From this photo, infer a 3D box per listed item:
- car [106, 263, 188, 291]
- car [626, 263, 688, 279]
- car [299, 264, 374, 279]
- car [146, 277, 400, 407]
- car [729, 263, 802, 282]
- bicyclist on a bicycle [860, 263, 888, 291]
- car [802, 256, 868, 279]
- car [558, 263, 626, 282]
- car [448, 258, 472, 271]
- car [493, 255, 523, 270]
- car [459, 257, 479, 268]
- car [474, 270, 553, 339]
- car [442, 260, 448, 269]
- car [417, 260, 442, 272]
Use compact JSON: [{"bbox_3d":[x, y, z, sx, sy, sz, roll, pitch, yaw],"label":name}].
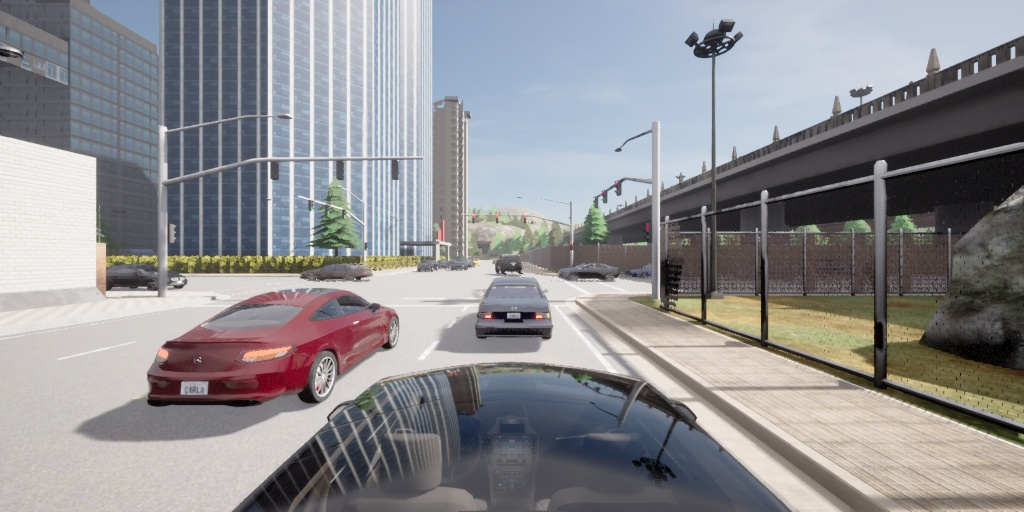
[{"bbox_3d":[-22.584,1.331,21.840,4.674,1.442,1.812,0,0,0],"label":"car"},{"bbox_3d":[13.159,1.353,32.669,5.357,1.411,2.033,0,0,0],"label":"car"},{"bbox_3d":[-14.128,1.339,29.057,5.357,1.411,2.033,0,0,0],"label":"car"},{"bbox_3d":[-3.450,1.276,6.211,1.812,1.442,4.674,0,0,0],"label":"car"},{"bbox_3d":[20.212,1.311,29.199,4.892,1.490,1.837,0,0,0],"label":"car"},{"bbox_3d":[18.266,1.106,18.208,0.582,1.620,1.656,0,0,0],"label":"bicyclist on a bicycle"},{"bbox_3d":[29.239,1.025,32.724,5.566,2.045,2.150,0,0,1],"label":"car"},{"bbox_3d":[6.186,1.288,28.908,4.902,1.511,2.128,0,0,-4],"label":"car"},{"bbox_3d":[-7.180,1.314,49.545,1.994,1.385,4.181,0,0,0],"label":"car"},{"bbox_3d":[-0.336,0.976,39.486,2.150,2.045,5.566,-2,1,-12],"label":"car"},{"bbox_3d":[-7.186,1.297,58.783,2.033,1.411,5.357,0,0,0],"label":"car"},{"bbox_3d":[0.079,1.297,10.031,2.033,1.411,5.357,0,0,1],"label":"car"},{"bbox_3d":[-10.693,1.276,55.011,1.812,1.442,4.674,0,0,0],"label":"car"},{"bbox_3d":[-10.680,1.255,45.772,1.837,1.490,4.892,0,0,0],"label":"car"}]
